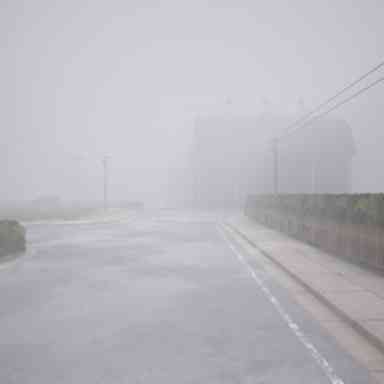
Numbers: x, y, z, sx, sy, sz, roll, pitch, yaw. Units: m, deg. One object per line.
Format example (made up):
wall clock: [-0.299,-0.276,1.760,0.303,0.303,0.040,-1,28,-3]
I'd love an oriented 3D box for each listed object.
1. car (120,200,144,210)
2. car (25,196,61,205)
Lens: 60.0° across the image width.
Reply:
car: [-9.520,2.008,52.805,1.837,1.490,4.892,0,0,-44]
car: [-24.687,1.766,55.350,5.566,2.045,2.150,0,-1,0]
